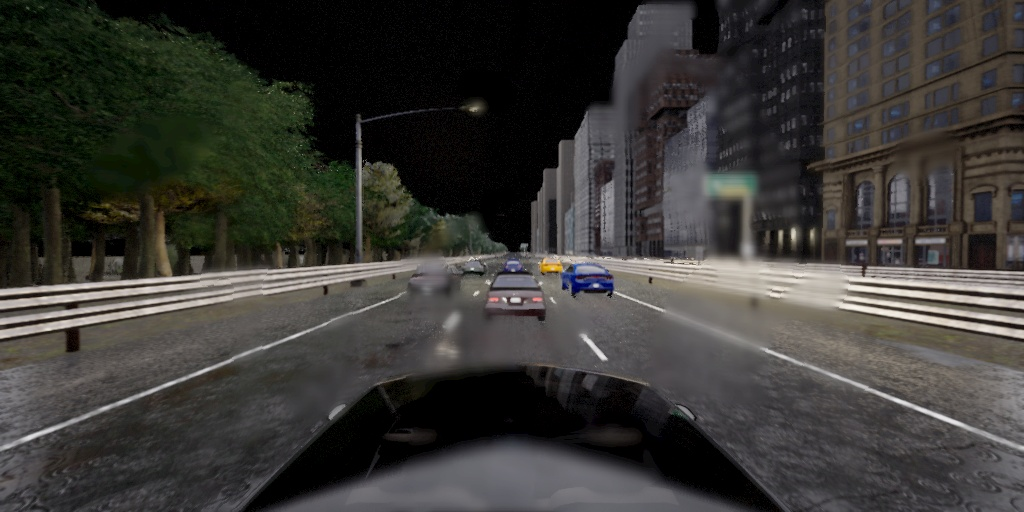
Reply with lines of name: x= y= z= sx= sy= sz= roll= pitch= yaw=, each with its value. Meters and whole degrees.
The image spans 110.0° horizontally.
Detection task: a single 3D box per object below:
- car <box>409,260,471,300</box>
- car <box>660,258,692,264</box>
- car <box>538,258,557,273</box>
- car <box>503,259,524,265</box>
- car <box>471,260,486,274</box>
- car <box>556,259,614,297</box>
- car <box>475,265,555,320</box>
car: x=-3.401 y=1.113 z=16.787 sx=2.128 sy=1.511 sz=4.902 roll=0 pitch=1 yaw=0
car: x=22.651 y=1.015 z=49.794 sx=1.837 sy=1.490 sz=4.892 roll=0 pitch=1 yaw=-17
car: x=3.601 y=0.955 z=34.008 sx=1.882 sy=1.535 sz=5.008 roll=0 pitch=0 yaw=0
car: x=0.101 y=1.009 z=33.347 sx=1.812 sy=1.442 sz=4.674 roll=0 pitch=0 yaw=0
car: x=-3.399 y=1.051 z=32.821 sx=1.994 sy=1.385 sz=4.181 roll=0 pitch=0 yaw=0
car: x=3.600 y=1.089 z=17.842 sx=1.882 sy=1.535 sz=5.008 roll=0 pitch=1 yaw=0
car: x=0.099 y=1.208 z=12.133 sx=2.033 sy=1.411 sz=5.357 roll=0 pitch=0 yaw=0
